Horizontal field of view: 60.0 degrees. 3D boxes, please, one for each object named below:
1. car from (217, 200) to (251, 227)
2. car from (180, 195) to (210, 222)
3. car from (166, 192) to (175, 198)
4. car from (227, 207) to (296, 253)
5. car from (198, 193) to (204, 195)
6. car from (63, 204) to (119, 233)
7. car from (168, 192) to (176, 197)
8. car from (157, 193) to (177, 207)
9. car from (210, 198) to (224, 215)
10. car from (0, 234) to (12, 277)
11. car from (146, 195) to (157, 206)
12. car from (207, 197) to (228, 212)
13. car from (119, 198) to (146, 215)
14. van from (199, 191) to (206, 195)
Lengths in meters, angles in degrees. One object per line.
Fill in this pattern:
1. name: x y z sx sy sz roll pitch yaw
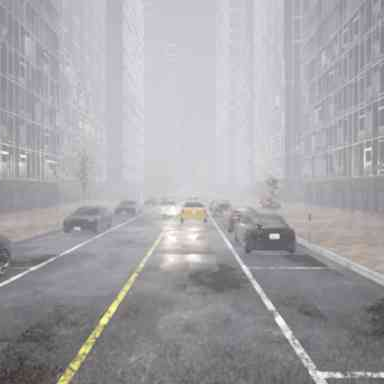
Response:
1. car: 2.700 1.400 18.627 1.887 1.381 4.507 0 0 0
2. car: 0.117 1.267 24.027 1.801 1.575 5.366 0 0 0
3. car: -5.632 0.808 86.947 2.008 1.369 4.403 0 1 0
4. car: 2.697 1.466 12.935 1.947 1.339 4.313 0 0 0
5. car: 0.129 1.218 41.315 2.033 1.411 5.357 0 1 0
6. car: -5.680 1.421 18.641 1.947 1.339 4.313 0 0 0
7. car: -5.628 0.752 92.639 2.008 1.369 4.403 0 1 0
8. car: -3.059 1.217 43.395 1.994 1.385 4.181 0 0 0
9. car: 2.708 1.346 30.012 1.802 1.307 4.206 0 0 0
10. car: -5.688 1.510 7.257 1.947 1.339 4.313 0 0 0
11. car: -5.660 1.167 47.101 1.887 1.381 4.507 0 0 0
12. car: 2.712 1.262 35.705 1.887 1.381 4.507 0 0 0
13. car: -5.672 1.330 30.025 1.947 1.339 4.313 0 0 0
14. van: 2.748 0.599 86.935 1.690 1.788 3.998 0 1 0
